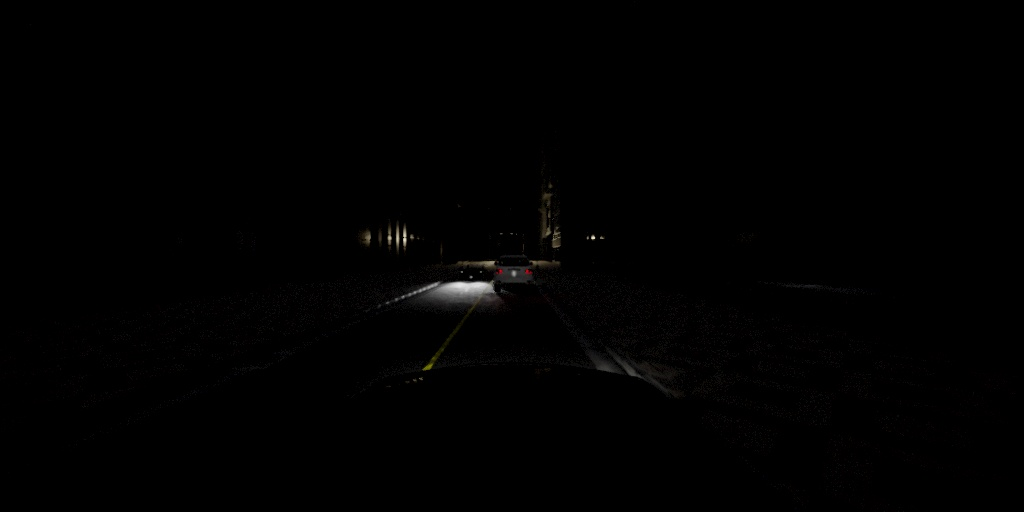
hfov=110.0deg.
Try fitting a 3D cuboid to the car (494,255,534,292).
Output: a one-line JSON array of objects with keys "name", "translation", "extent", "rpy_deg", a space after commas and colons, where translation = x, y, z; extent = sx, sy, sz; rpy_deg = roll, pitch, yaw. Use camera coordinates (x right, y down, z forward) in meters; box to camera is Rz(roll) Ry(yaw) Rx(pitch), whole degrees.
[{"name": "car", "translation": [0.102, 0.941, 21.305], "extent": [2.150, 2.045, 5.566], "rpy_deg": [0, 0, 0]}]

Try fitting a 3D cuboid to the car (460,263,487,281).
[{"name": "car", "translation": [-3.093, 1.290, 29.471], "extent": [1.895, 1.301, 4.718], "rpy_deg": [0, 0, 0]}]
